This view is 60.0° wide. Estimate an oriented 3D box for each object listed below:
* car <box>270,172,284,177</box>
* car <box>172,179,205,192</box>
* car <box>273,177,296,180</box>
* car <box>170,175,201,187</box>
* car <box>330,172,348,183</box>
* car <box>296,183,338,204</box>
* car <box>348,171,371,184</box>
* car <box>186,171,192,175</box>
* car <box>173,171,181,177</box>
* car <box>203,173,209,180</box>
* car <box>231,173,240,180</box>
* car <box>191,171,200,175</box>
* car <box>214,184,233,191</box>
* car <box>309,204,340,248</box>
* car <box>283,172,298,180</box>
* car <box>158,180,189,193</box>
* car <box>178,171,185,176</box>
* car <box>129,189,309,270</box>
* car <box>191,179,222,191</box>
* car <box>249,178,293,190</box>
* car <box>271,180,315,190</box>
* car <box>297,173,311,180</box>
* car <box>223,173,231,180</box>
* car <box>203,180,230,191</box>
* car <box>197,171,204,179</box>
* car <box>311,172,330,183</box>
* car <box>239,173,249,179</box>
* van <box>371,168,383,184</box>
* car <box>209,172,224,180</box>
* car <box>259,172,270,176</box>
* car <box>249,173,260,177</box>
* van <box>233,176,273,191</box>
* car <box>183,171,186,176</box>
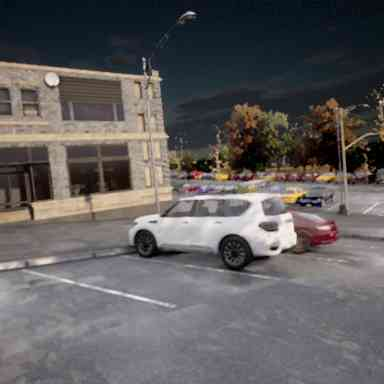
[{"bbox_3d":[16.291,-2.750,58.141,2.185,1.767,4.553,0,6,42],"label":"car"},{"bbox_3d":[-0.314,-0.639,50.785,2.002,1.452,4.674,0,8,42],"label":"car"},{"bbox_3d":[10.067,-0.627,41.614,2.128,1.511,4.902,-7,6,-29],"label":"car"},{"bbox_3d":[-1.728,-1.069,53.457,2.435,2.045,5.566,0,7,42],"label":"car"},{"bbox_3d":[22.125,-2.128,47.932,1.946,1.575,5.366,0,6,41],"label":"car"},{"bbox_3d":[11.249,0.407,29.642,2.163,1.488,4.792,0,7,39],"label":"car"},{"bbox_3d":[23.431,-2.100,45.184,2.185,1.767,4.553,0,6,41],"label":"car"},{"bbox_3d":[1.923,-4.474,87.383,5.566,2.045,2.435,-9,7,-44],"label":"car"},{"bbox_3d":[-1.940,-4.665,95.348,5.366,1.575,1.946,-9,7,-44],"label":"car"},{"bbox_3d":[5.666,-3.889,79.293,2.185,1.767,4.553,1,7,45],"label":"car"},{"bbox_3d":[10.872,-3.150,68.660,2.163,1.488,4.792,1,7,44],"label":"car"},{"bbox_3d":[3.045,-4.052,84.557,5.366,1.575,1.946,-9,7,-44],"label":"car"},{"bbox_3d":[5.420,-0.145,40.164,2.231,1.521,4.892,-1,7,41],"label":"car"},{"bbox_3d":[2.977,1.326,12.461,4.674,1.452,2.002,-1,0,35],"label":"car"},{"bbox_3d":[17.719,-2.454,55.568,2.002,1.452,4.674,0,6,42],"label":"car"},{"bbox_3d":[-3.108,-0.955,56.140,2.097,1.535,5.008,0,7,43],"label":"car"},{"bbox_3d":[-0.546,-4.502,92.806,4.792,1.488,2.163,-9,7,-44],"label":"car"},{"bbox_3d":[0.480,1.099,10.729,5.566,2.045,2.435,-1,0,35],"label":"car"},{"bbox_3d":[2.521,-0.369,45.461,2.002,1.452,4.674,-1,7,42],"label":"car"},{"bbox_3d":[8.361,-0.013,34.876,2.185,1.767,4.553,-1,7,40],"label":"car"},{"bbox_3d":[10.019,0.204,32.438,1.946,1.575,5.366,-1,7,40],"label":"car"},{"bbox_3d":[19.133,-2.322,52.970,2.002,1.452,4.674,0,6,42],"label":"car"},{"bbox_3d":[9.591,-3.300,71.362,2.163,1.488,4.792,1,7,44],"label":"car"},{"bbox_3d":[3.974,-0.238,42.812,2.002,1.452,4.674,0,8,41],"label":"car"},{"bbox_3d":[4.424,-3.916,82.003,2.231,1.521,4.892,1,7,45],"label":"car"},{"bbox_3d":[20.444,-2.216,50.234,1.946,1.575,5.366,1,7,41],"label":"car"},{"bbox_3d":[12.217,-3.041,66.042,2.097,1.535,5.008,1,6,43],"label":"car"},{"bbox_3d":[24.849,-2.067,42.544,1.878,1.987,4.442,1,7,40],"label":"van"},{"bbox_3d":[6.966,-3.617,76.649,2.097,1.535,5.008,1,7,45],"label":"car"},{"bbox_3d":[15.063,-2.787,60.926,1.946,1.575,5.366,0,6,43],"label":"car"},{"bbox_3d":[13.590,-3.029,63.421,2.185,1.767,4.553,1,7,43],"label":"car"},{"bbox_3d":[6.954,-0.258,37.601,1.878,1.987,4.442,-1,7,40],"label":"van"},{"bbox_3d":[0.662,-4.342,90.060,4.792,1.488,2.163,-9,7,-44],"label":"car"}]
